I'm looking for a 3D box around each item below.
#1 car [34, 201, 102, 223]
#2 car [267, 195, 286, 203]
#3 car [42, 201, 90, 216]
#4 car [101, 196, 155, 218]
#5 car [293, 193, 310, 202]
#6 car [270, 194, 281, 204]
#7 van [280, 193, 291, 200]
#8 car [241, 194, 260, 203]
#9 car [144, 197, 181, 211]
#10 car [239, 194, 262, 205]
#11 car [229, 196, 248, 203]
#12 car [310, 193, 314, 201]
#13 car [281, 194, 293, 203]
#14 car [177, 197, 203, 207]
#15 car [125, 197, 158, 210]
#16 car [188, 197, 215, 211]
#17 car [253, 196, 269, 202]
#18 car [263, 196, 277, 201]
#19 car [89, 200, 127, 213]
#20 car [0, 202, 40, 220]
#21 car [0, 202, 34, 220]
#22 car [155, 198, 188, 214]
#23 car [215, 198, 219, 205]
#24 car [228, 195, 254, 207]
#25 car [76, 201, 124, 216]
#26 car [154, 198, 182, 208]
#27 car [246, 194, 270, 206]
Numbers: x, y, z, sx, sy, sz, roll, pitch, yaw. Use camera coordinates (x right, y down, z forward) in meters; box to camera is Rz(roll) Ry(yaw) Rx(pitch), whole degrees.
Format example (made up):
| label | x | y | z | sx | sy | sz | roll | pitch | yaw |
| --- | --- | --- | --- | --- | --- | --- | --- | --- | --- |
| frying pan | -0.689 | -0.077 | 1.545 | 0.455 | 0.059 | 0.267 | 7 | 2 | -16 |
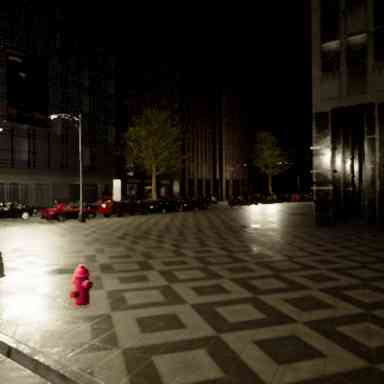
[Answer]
| label | x | y | z | sx | sy | sz | roll | pitch | yaw |
| --- | --- | --- | --- | --- | --- | --- | --- | --- | --- |
| car | -9.181 | 1.575 | 24.935 | 1.802 | 1.307 | 4.206 | -1 | 0 | 35 |
| car | 17.194 | 1.437 | 67.832 | 2.128 | 1.511 | 4.902 | -1 | 0 | 35 |
| car | -12.990 | 1.644 | 34.422 | 1.947 | 1.339 | 4.313 | -1 | 0 | 35 |
| car | -5.979 | 1.289 | 29.577 | 2.192 | 1.841 | 5.009 | -1 | 0 | 35 |
| car | 22.854 | 1.185 | 71.339 | 2.192 | 1.841 | 5.009 | -1 | 0 | 35 |
| car | 13.244 | 1.462 | 57.416 | 1.947 | 1.339 | 4.313 | -1 | 0 | 35 |
| van | 25.456 | 1.308 | 90.113 | 1.690 | 1.788 | 3.998 | -1 | -1 | 35 |
| car | 12.640 | 1.298 | 71.550 | 2.192 | 1.841 | 5.009 | -1 | 0 | 35 |
| car | -3.762 | 1.501 | 42.921 | 2.128 | 1.511 | 4.902 | -1 | 0 | 35 |
| car | 10.114 | 1.283 | 57.425 | 2.097 | 1.767 | 4.553 | -1 | 0 | 35 |
| car | 9.437 | 1.536 | 66.908 | 1.887 | 1.381 | 4.507 | -1 | 0 | 35 |
| car | 26.155 | 1.388 | 76.118 | 1.752 | 1.417 | 4.829 | -1 | 0 | 35 |
| car | 16.446 | 1.202 | 62.058 | 2.192 | 1.841 | 5.009 | -1 | 0 | 35 |
| car | -0.272 | 1.546 | 52.844 | 1.752 | 1.417 | 4.829 | -1 | 0 | 35 |
| car | -6.584 | 1.486 | 43.703 | 1.967 | 1.590 | 4.097 | -1 | 0 | 35 |
| car | 0.429 | 1.508 | 38.855 | 1.947 | 1.339 | 4.313 | -1 | 0 | 35 |
| car | 15.847 | 1.540 | 76.190 | 1.947 | 1.339 | 4.313 | -1 | 0 | 35 |
| car | 19.050 | 1.549 | 80.829 | 1.802 | 1.307 | 4.206 | -1 | 0 | 35 |
| car | -9.786 | 1.644 | 39.062 | 1.802 | 1.307 | 4.206 | -1 | 0 | 35 |
| car | -16.195 | 1.663 | 29.780 | 1.947 | 1.339 | 4.313 | -1 | 0 | 35 |
| car | -15.122 | 1.576 | 26.488 | 1.837 | 1.490 | 4.892 | -1 | 0 | 35 |
| car | -2.774 | 1.523 | 34.216 | 1.947 | 1.339 | 4.313 | -1 | 0 | 35 |
| car | 3.029 | 1.576 | 57.626 | 1.947 | 1.339 | 4.313 | -1 | 0 | 35 |
| car | 6.836 | 1.461 | 48.136 | 1.887 | 1.381 | 4.507 | -1 | 0 | 35 |
| car | -9.498 | 1.639 | 34.637 | 1.895 | 1.301 | 4.718 | -1 | 0 | 35 |
| car | -3.378 | 1.614 | 48.344 | 1.802 | 1.307 | 4.206 | -1 | 0 | 35 |
| car | 10.038 | 1.221 | 52.778 | 2.192 | 1.841 | 5.009 | -1 | 0 | 35 |
